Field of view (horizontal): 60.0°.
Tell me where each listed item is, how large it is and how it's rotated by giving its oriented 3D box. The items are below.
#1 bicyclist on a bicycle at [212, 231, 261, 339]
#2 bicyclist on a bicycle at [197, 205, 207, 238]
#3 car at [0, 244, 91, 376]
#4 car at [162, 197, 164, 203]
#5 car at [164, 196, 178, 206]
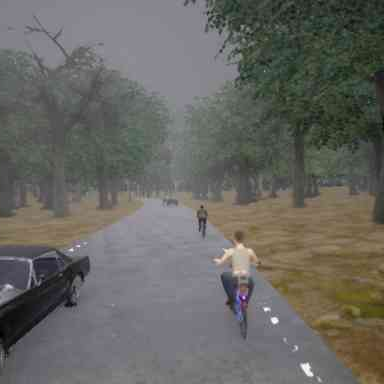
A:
[{"bbox_3d":[0.779,1.444,5.619,0.866,1.612,1.509,0,1,-1],"label":"bicyclist on a bicycle"},{"bbox_3d":[0.506,1.481,16.353,0.582,1.620,1.656,0,0,-2],"label":"bicyclist on a bicycle"},{"bbox_3d":[-3.165,1.608,5.240,1.895,1.301,4.718,0,0,-1],"label":"car"},{"bbox_3d":[-5.606,1.682,73.720,1.812,1.442,4.674,0,0,-9],"label":"car"},{"bbox_3d":[-3.491,1.624,58.557,1.837,1.490,4.892,0,0,-6],"label":"car"}]
